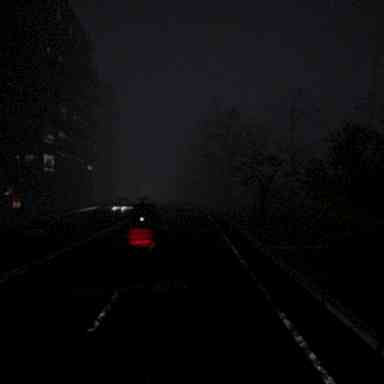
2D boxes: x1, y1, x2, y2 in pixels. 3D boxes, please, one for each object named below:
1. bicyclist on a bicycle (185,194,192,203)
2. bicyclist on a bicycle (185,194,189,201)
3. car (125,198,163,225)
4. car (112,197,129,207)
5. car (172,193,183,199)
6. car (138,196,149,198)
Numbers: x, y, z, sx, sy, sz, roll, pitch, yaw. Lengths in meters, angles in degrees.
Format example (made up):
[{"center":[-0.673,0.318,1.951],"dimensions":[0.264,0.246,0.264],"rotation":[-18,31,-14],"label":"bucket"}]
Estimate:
[{"center":[-0.433,1.206,64.367],"dimensions":[0.659,1.776,1.843],"rotation":[0,0,-4],"label":"bicyclist on a bicycle"},{"center":[-1.070,1.245,73.556],"dimensions":[0.866,1.612,1.509],"rotation":[0,0,-4],"label":"bicyclist on a bicycle"},{"center":[-3.161,1.448,23.324],"dimensions":[1.837,1.490,4.892],"rotation":[0,0,0],"label":"car"},{"center":[-10.401,1.429,48.924],"dimensions":[2.033,1.411,5.357],"rotation":[0,0,-2],"label":"car"},{"center":[-3.593,1.154,92.257],"dimensions":[2.128,1.511,4.902],"rotation":[0,0,-6],"label":"car"},{"center":[-7.130,1.360,48.315],"dimensions":[1.882,1.535,5.008],"rotation":[0,0,-2],"label":"car"}]
